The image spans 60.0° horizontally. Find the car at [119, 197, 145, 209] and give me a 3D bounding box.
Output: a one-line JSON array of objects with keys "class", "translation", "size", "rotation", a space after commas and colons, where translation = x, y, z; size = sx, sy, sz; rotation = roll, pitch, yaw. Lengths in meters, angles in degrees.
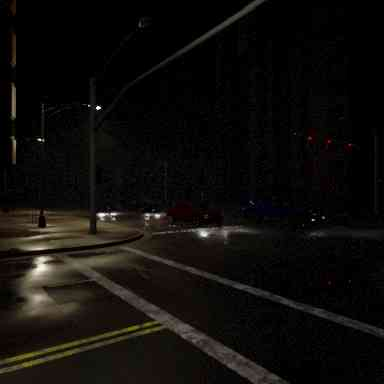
[{"class": "car", "translation": [-8.527, 1.526, 47.086], "size": [1.812, 1.442, 4.674], "rotation": [0, 0, -36]}]

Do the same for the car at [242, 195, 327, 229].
[{"class": "car", "translation": [5.991, 1.222, 22.184], "size": [5.566, 2.045, 2.150], "rotation": [0, 0, 43]}]

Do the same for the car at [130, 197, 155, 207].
[{"class": "car", "translation": [-7.830, 1.526, 52.079], "size": [1.812, 1.442, 4.674], "rotation": [0, 0, -37]}]

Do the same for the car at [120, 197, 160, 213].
[{"class": "car", "translation": [-5.576, 1.547, 36.819], "size": [2.033, 1.411, 5.357], "rotation": [0, 0, -36]}]

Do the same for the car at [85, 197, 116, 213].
[{"class": "car", "translation": [-9.990, 1.564, 36.943], "size": [1.994, 1.385, 4.181], "rotation": [0, 0, -36]}]

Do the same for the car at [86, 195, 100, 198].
[{"class": "car", "translation": [-14.595, 1.115, 49.333], "size": [1.837, 1.490, 4.892], "rotation": [0, 0, -36]}]

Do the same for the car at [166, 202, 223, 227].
[{"class": "car", "translation": [0.093, 1.477, 23.108], "size": [1.882, 1.535, 5.008], "rotation": [0, 0, -36]}]
